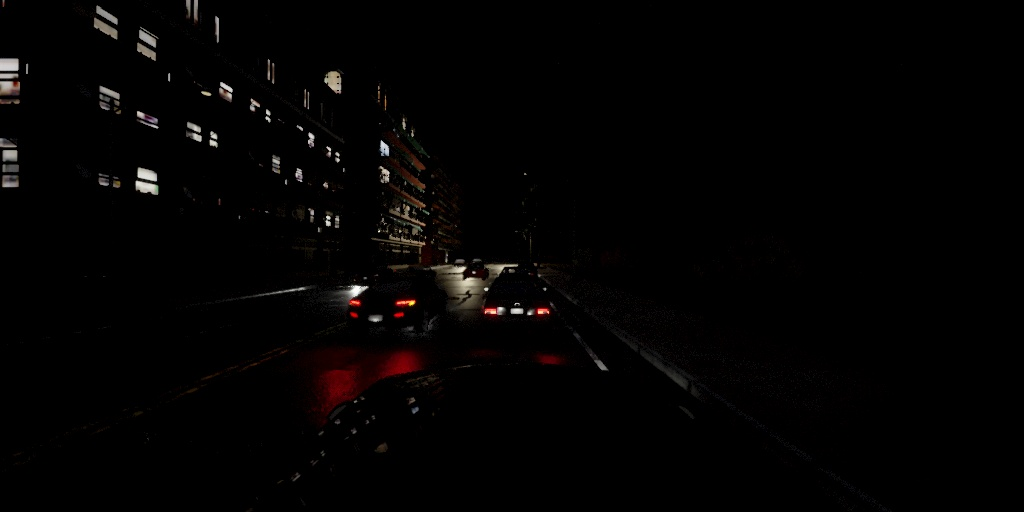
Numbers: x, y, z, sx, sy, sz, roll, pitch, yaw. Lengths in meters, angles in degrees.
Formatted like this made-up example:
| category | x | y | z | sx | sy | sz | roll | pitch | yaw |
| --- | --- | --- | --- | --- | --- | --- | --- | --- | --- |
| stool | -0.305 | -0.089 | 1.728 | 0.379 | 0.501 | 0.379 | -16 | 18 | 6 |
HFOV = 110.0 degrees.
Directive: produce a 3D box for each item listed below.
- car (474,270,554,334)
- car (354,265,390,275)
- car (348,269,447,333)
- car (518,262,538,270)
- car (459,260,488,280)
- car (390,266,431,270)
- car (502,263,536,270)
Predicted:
| category | x | y | z | sx | sy | sz | roll | pitch | yaw |
| --- | --- | --- | --- | --- | --- | --- | --- | --- | --- |
| car | 0.108 | 1.299 | 10.629 | 2.033 | 1.411 | 5.357 | 0 | 0 | 0 |
| car | -9.834 | 1.318 | 25.999 | 1.994 | 1.385 | 4.181 | 0 | 0 | 0 |
| car | -3.146 | 1.278 | 10.575 | 1.812 | 1.442 | 4.674 | 0 | 0 | 0 |
| car | 1.157 | 1.260 | 30.758 | 1.837 | 1.490 | 4.892 | 0 | 0 | 0 |
| car | -3.127 | 1.320 | 31.473 | 1.994 | 1.385 | 4.181 | 0 | 0 | 0 |
| car | -6.583 | 1.355 | 24.932 | 1.895 | 1.301 | 4.718 | 0 | 0 | 0 |
| car | 0.112 | 1.301 | 20.991 | 2.033 | 1.411 | 5.357 | 0 | 0 | 0 |
